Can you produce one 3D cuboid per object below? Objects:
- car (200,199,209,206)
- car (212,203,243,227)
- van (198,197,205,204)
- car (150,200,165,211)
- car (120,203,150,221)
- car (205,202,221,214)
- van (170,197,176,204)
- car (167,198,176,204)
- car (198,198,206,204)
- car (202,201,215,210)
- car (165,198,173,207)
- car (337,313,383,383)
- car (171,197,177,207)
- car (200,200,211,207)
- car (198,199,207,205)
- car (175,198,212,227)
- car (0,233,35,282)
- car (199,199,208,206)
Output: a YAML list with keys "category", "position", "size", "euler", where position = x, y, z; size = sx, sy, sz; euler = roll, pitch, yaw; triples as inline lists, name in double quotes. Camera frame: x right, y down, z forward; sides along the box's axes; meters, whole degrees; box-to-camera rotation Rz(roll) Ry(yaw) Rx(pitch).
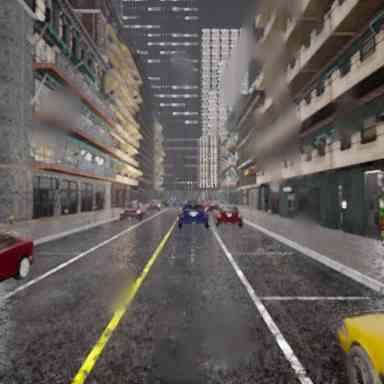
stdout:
- category: "car"
  position: [2.574, 2.247, 70.378]
  size: [1.752, 1.417, 4.829]
  euler: [0, -1, 0]
- category: "car"
  position: [2.574, 1.675, 24.693]
  size: [1.967, 1.590, 4.097]
  euler: [0, -1, 0]
- category: "van"
  position: [2.576, 2.338, 92.966]
  size: [1.690, 1.788, 3.998]
  euler: [0, -1, 0]
- category: "car"
  position: [-5.306, 1.909, 47.444]
  size: [1.967, 1.590, 4.097]
  euler: [0, -1, 0]
- category: "car"
  position: [-5.306, 1.732, 30.375]
  size: [1.967, 1.590, 4.097]
  euler: [0, -1, 0]
- category: "car"
  position: [2.573, 1.990, 41.761]
  size: [1.802, 1.307, 4.206]
  euler: [0, -1, 0]
- category: "van"
  position: [-5.304, 2.339, 92.961]
  size: [1.690, 1.788, 3.998]
  euler: [0, -1, 0]
- category: "car"
  position: [-5.305, 2.366, 87.270]
  size: [1.967, 1.590, 4.097]
  euler: [0, -1, 0]
- category: "car"
  position: [2.575, 2.365, 87.275]
  size: [1.967, 1.590, 4.097]
  euler: [0, -1, 0]
- category: "car"
  position: [2.574, 2.111, 53.138]
  size: [1.802, 1.307, 4.206]
  euler: [0, -1, 0]
- category: "car"
  position: [-5.306, 2.221, 64.512]
  size: [1.947, 1.339, 4.313]
  euler: [0, -1, 0]
- category: "car"
  position: [2.572, 1.546, 2.105]
  size: [1.752, 1.417, 4.829]
  euler: [0, -1, 0]
- category: "car"
  position: [-2.755, 2.156, 66.342]
  size: [1.882, 1.535, 5.008]
  euler: [0, -1, 0]
- category: "car"
  position: [2.574, 2.220, 64.518]
  size: [1.947, 1.339, 4.313]
  euler: [0, -1, 0]
- category: "car"
  position: [2.575, 2.399, 81.585]
  size: [1.887, 1.381, 4.507]
  euler: [0, -1, 0]
- category: "car"
  position: [0.103, 1.587, 24.726]
  size: [2.097, 1.767, 4.553]
  euler: [0, -1, 0]
- category: "car"
  position: [-5.308, 1.617, 7.616]
  size: [1.887, 1.381, 4.507]
  euler: [0, -1, 0]
- category: "car"
  position: [2.575, 2.331, 75.895]
  size: [1.887, 1.381, 4.507]
  euler: [0, -1, 0]
